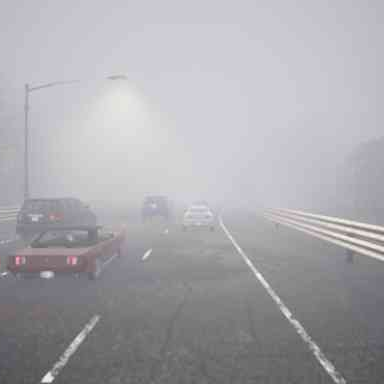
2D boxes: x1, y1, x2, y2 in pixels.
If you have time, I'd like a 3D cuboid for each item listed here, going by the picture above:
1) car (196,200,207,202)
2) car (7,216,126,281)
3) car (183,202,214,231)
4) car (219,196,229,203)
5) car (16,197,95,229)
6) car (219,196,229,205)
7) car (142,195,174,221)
[{"bbox_3d":[1.165,1.669,39.680,2.033,1.411,5.357,0,0,3],"label":"car"},{"bbox_3d":[-3.313,1.625,9.911,1.895,1.301,4.718,0,0,1],"label":"car"},{"bbox_3d":[0.428,1.586,21.146,1.812,1.442,4.674,0,0,2],"label":"car"},{"bbox_3d":[7.389,1.646,77.118,2.128,1.511,4.902,0,0,5],"label":"car"},{"bbox_3d":[-6.685,1.264,16.982,2.150,2.045,5.566,0,0,1],"label":"car"},{"bbox_3d":[6.267,1.753,65.730,1.812,1.442,4.674,0,0,6],"label":"car"},{"bbox_3d":[-2.838,1.303,28.445,2.150,2.045,5.566,0,0,2],"label":"car"}]
